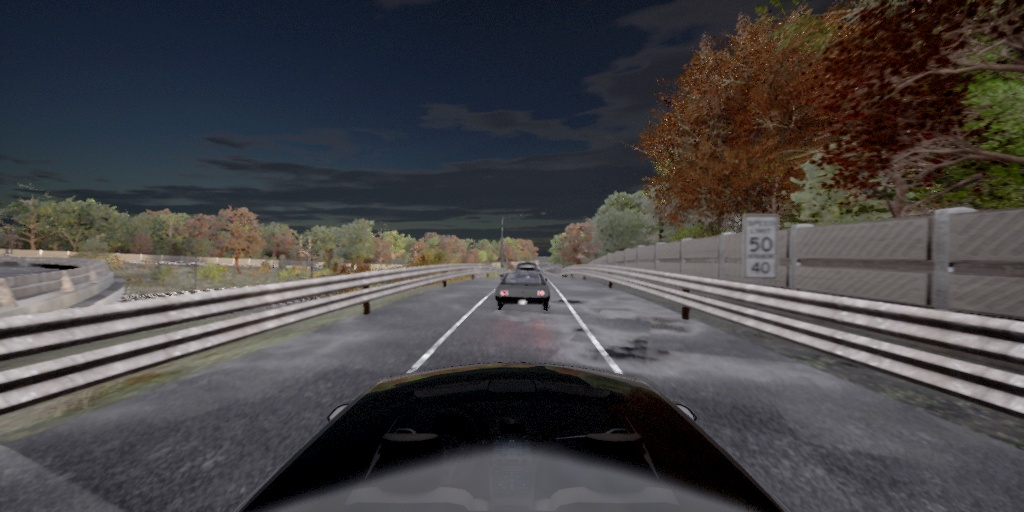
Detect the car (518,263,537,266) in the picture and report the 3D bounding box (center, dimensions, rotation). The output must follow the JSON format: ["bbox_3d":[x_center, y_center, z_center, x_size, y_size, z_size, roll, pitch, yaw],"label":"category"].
[{"bbox_3d":[1.139,1.255,26.611,1.837,1.490,4.892,0,-1,3],"label":"car"}]

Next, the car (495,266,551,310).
[{"bbox_3d":[0.467,1.252,14.138,1.895,1.301,4.718,0,0,3],"label":"car"}]
